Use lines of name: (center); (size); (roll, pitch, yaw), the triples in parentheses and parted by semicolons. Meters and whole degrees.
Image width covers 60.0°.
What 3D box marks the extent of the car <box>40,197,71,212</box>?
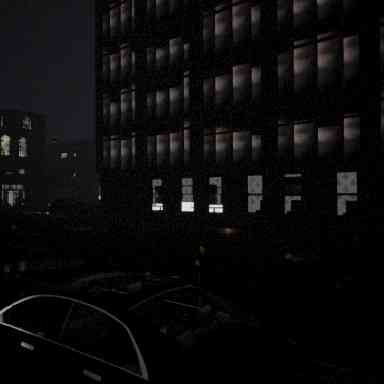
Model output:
car: (-16.394, 1.489, 41.408); (2.097, 1.767, 4.553); (0, -1, 37)

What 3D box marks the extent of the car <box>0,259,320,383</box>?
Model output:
car: (-0.978, 1.551, 3.574); (4.403, 1.369, 2.008); (0, 0, 35)

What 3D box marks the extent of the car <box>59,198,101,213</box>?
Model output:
car: (-12.197, 1.683, 37.287); (1.802, 1.307, 4.206); (-1, -1, 36)

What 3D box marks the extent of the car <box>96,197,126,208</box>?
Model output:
car: (-12.416, 1.643, 51.193); (1.967, 1.590, 4.097); (-1, -1, 36)
